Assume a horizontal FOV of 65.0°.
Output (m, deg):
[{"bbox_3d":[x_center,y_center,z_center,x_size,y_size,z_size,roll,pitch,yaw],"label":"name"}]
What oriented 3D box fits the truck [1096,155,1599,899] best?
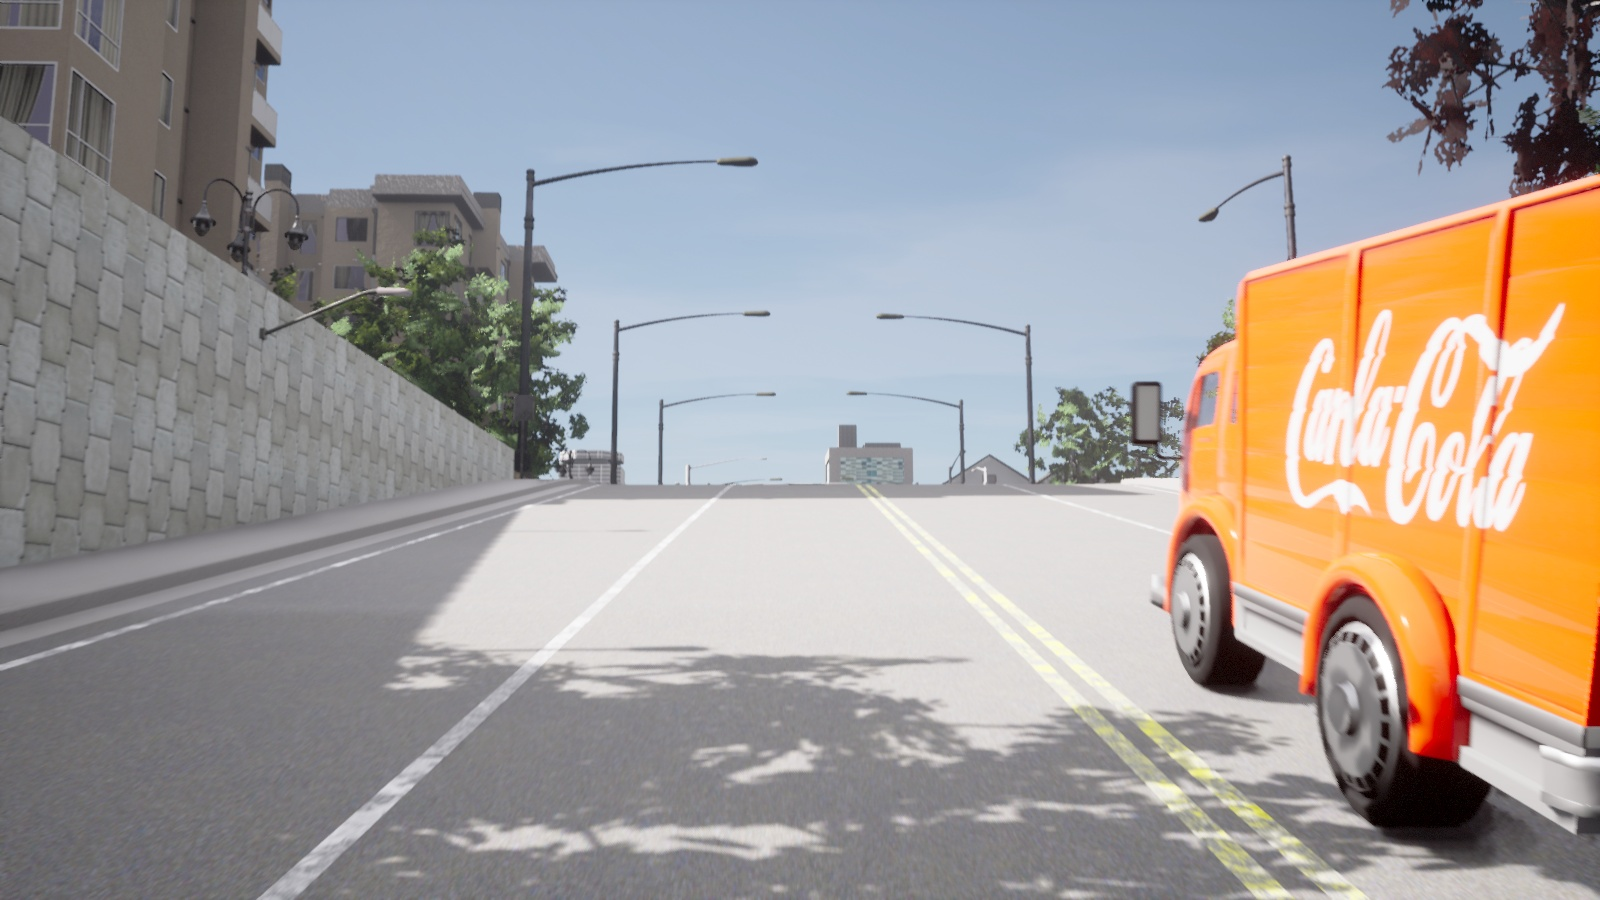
[{"bbox_3d":[3.473,0.232,6.533,2.627,2.467,5.204,-1,2,0],"label":"truck"}]
